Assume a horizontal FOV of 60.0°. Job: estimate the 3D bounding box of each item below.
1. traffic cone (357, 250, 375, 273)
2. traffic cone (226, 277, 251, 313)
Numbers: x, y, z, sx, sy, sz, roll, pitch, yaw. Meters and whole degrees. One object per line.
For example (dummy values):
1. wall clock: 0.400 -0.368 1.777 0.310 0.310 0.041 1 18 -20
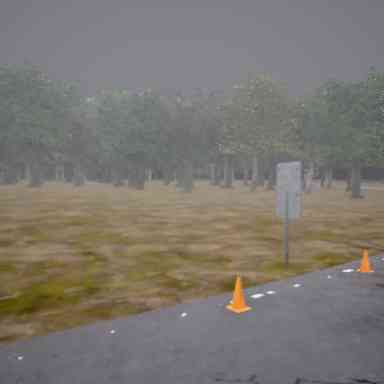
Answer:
1. traffic cone: 4.811 1.902 9.208 0.340 0.580 0.340 0 1 -38
2. traffic cone: 0.886 1.904 6.282 0.340 0.580 0.340 0 1 -36
